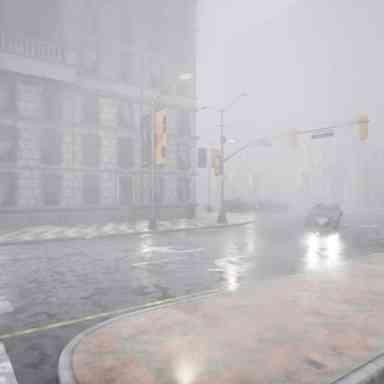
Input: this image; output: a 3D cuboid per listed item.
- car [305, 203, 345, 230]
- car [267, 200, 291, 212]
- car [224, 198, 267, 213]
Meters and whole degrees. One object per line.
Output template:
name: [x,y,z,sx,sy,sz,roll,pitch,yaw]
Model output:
car: [8.548,1.491,21.105,2.128,1.511,4.902,1,0,29]
car: [9.090,1.601,38.955,1.895,1.301,4.718,0,0,-36]
car: [5.629,1.491,37.770,2.128,1.511,4.902,0,0,-36]
